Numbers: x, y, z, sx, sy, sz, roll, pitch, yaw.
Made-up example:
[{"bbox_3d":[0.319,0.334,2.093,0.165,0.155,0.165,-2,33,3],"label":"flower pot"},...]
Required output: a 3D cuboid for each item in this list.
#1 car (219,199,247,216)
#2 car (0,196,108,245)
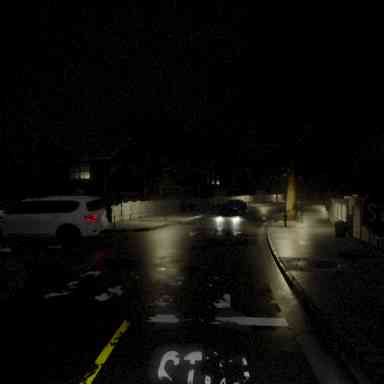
[{"bbox_3d":[4.100,1.481,32.790,1.882,1.535,5.008,0,0,22],"label":"car"},{"bbox_3d":[-6.606,1.213,14.798,5.566,2.045,2.150,0,3,2],"label":"car"}]
